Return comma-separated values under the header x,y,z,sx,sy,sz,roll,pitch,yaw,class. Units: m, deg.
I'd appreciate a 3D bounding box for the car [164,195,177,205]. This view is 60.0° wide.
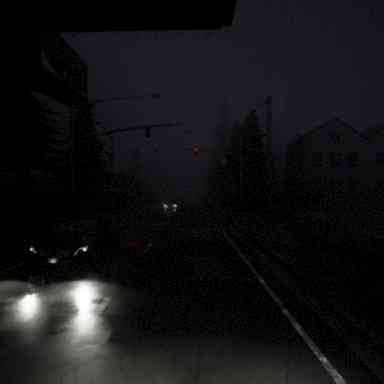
x,y,z,sx,sy,sz,roll,pitch,yaw,class
-3.554,1.368,56.238,1.837,1.490,4.892,0,0,0,car

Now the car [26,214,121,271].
x,y,z,sx,sy,sz,roll,pitch,yaw,class
-3.576,1.499,10.908,1.812,1.442,4.674,0,0,0,car
